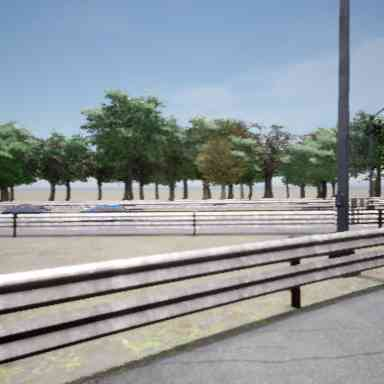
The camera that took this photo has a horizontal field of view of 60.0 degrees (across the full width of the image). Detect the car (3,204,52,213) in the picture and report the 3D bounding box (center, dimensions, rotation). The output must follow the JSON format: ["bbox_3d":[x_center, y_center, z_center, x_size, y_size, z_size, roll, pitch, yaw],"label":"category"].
[{"bbox_3d":[-15.514,1.830,31.460,4.181,1.385,1.994,-1,1,2],"label":"car"}]

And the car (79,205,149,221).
[{"bbox_3d":[-5.627,1.702,24.201,5.008,1.535,1.882,-1,1,2],"label":"car"}]
